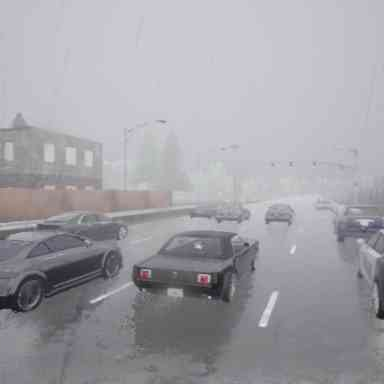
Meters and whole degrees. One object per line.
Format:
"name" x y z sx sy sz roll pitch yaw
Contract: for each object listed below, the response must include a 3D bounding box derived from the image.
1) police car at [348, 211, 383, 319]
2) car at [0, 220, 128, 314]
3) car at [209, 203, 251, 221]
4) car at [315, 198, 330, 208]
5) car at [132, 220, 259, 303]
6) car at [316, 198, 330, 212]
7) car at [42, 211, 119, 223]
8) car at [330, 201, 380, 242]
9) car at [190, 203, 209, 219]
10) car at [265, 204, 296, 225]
"police car" 4.731 1.437 7.123 1.930 1.638 5.238 0 0 21
"car" -3.448 1.617 7.945 1.994 1.385 4.181 0 0 21
"car" 3.279 1.652 25.937 2.033 1.411 5.357 0 0 20
"car" 20.471 1.696 52.212 2.033 1.411 5.357 0 0 21
"car" 0.465 1.638 8.419 1.895 1.301 4.718 0 0 21
"car" 16.319 1.717 41.036 1.895 1.301 4.718 0 0 21
"car" -4.662 1.593 14.692 1.837 1.490 4.892 0 -1 20
"car" 8.183 1.390 16.359 2.097 1.767 4.553 0 0 21
"car" 1.323 1.699 30.696 1.994 1.385 4.181 0 0 21
"car" 6.665 1.633 24.999 2.033 1.411 5.357 0 0 20
